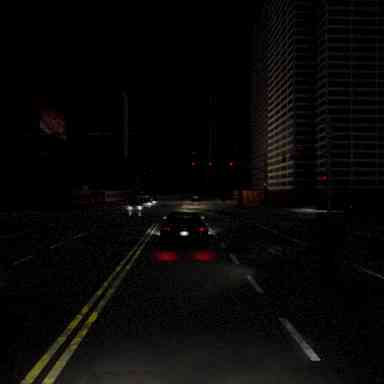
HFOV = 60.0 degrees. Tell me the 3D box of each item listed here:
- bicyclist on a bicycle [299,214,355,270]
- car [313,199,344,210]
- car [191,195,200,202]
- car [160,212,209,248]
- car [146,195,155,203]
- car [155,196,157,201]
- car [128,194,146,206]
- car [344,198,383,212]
[{"bbox_3d":[3.877,1.451,9.577,1.656,1.620,0.582,0,0,-2],"label":"bicyclist on a bicycle"},{"bbox_3d":[18.310,1.547,42.161,5.357,1.411,2.033,0,0,-2],"label":"car"},{"bbox_3d":[0.827,1.525,78.038,2.128,1.511,4.902,0,0,-2],"label":"car"},{"bbox_3d":[-0.362,1.564,14.756,1.994,1.385,4.181,0,0,-2],"label":"car"},{"bbox_3d":[-9.353,1.599,68.711,1.895,1.301,4.718,0,0,-2],"label":"car"},{"bbox_3d":[-9.842,1.524,82.651,2.128,1.511,4.902,0,0,-2],"label":"car"},{"bbox_3d":[-8.898,1.526,53.215,1.812,1.442,4.674,0,0,-2],"label":"car"},{"bbox_3d":[20.965,1.491,38.763,4.902,1.511,2.128,0,0,-2],"label":"car"}]
